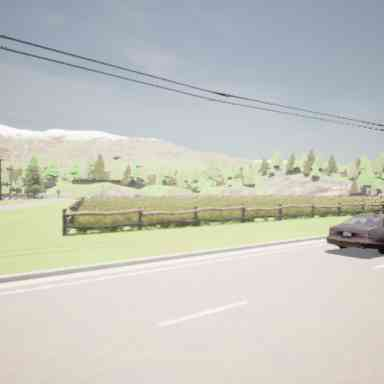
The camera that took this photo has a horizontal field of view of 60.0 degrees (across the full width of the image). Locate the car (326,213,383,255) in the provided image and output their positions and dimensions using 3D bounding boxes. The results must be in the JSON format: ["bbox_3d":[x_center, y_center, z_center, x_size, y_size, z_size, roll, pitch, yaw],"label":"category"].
[{"bbox_3d":[7.610,1.574,13.483,5.357,1.411,2.033,0,0,-36],"label":"car"}]
